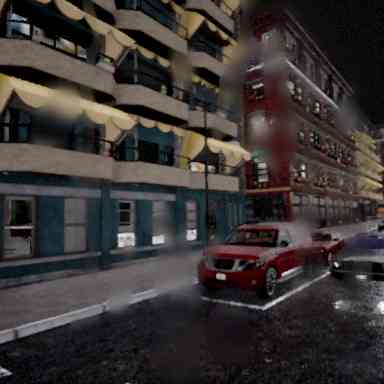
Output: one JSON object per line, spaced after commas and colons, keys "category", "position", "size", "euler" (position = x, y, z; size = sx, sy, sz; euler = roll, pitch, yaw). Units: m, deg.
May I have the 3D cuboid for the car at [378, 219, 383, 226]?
{"category": "car", "position": [19.402, 3.157, 32.386], "size": [1.947, 1.339, 4.313], "euler": [-4, -4, 38]}

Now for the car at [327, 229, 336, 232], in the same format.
{"category": "car", "position": [5.706, 2.347, 14.827], "size": [1.887, 1.381, 4.507], "euler": [-4, -4, 38]}

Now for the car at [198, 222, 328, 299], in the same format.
{"category": "car", "position": [2.278, 1.920, 10.450], "size": [2.192, 1.841, 5.009], "euler": [-4, -4, 38]}

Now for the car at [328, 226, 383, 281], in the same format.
{"category": "car", "position": [6.386, 2.107, 11.513], "size": [2.033, 1.411, 5.357], "euler": [-5, -5, 38]}
